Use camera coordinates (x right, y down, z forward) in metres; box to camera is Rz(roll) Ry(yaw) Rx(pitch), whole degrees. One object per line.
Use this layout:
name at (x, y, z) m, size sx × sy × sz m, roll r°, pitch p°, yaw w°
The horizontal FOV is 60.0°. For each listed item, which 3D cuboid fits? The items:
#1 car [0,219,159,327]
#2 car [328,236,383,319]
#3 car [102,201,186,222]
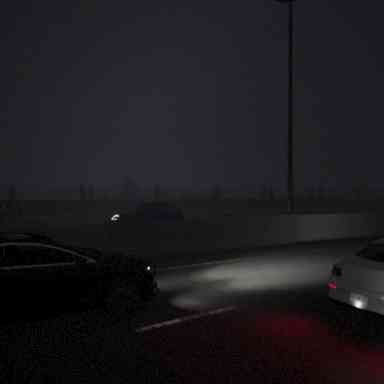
car at (-2.945, 1.470, 5.781) m, size 4.902 × 1.511 × 2.128 m, roll 0°, pitch 0°, yaw -35°
car at (4.621, 1.523, 6.419) m, size 4.674 × 1.442 × 1.812 m, roll 0°, pitch 0°, yaw -30°
car at (-2.669, 1.305, 18.544) m, size 4.553 × 1.767 × 2.097 m, roll 0°, pitch 0°, yaw -30°
